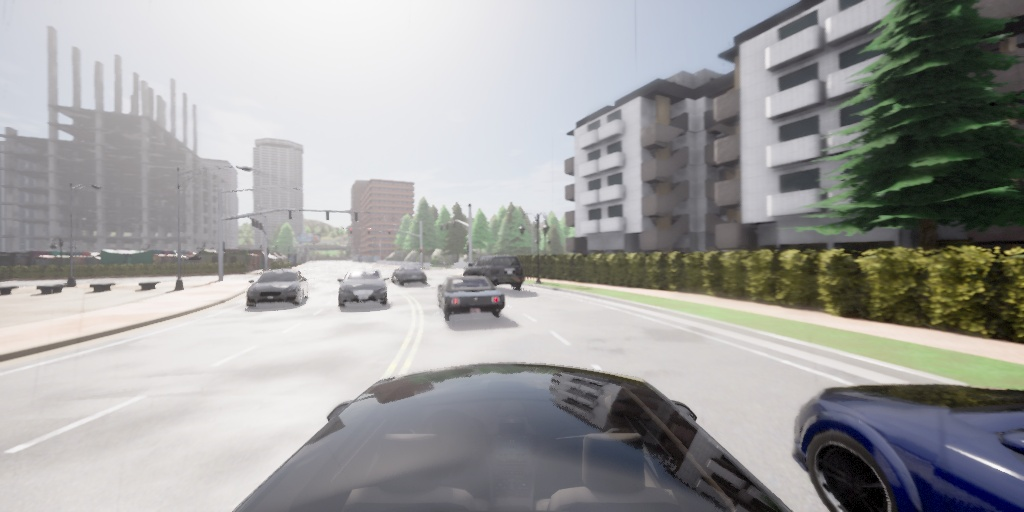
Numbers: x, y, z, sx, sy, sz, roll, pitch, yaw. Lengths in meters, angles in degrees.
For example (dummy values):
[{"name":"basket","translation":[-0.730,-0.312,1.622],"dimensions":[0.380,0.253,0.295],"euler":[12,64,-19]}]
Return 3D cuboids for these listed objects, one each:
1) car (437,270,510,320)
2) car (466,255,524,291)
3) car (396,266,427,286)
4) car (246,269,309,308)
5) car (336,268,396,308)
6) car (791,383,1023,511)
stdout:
[{"name":"car","translation":[-1.655,1.369,12.890],"dimensions":[1.895,1.301,4.718],"euler":[-1,0,-15]},{"name":"car","translation":[-1.225,0.982,21.618],"dimensions":[2.150,2.045,5.566],"euler":[-1,0,-25]},{"name":"car","translation":[-7.686,1.401,26.625],"dimensions":[1.994,1.385,4.181],"euler":[-1,0,-28]},{"name":"car","translation":[-10.463,1.376,16.282],"dimensions":[1.837,1.490,4.892],"euler":[0,0,-24]},{"name":"car","translation":[-6.564,1.317,15.925],"dimensions":[2.128,1.511,4.902],"euler":[-1,0,-22]},{"name":"car","translation":[3.383,1.274,1.336],"dimensions":[1.994,1.385,4.181],"euler":[-1,0,0]}]
